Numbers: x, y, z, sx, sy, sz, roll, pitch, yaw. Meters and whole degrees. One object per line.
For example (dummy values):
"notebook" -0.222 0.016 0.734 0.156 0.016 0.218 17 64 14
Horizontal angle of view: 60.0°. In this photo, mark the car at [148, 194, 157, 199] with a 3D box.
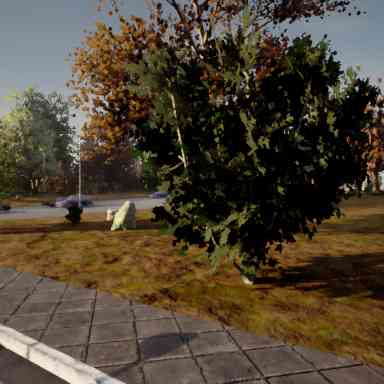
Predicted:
"car" -5.934 0.510 59.944 1.812 1.442 4.674 0 3 40

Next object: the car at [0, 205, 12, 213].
"car" -21.777 1.646 34.907 1.895 1.301 4.718 0 1 39

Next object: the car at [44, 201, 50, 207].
"car" -17.445 1.345 45.817 2.033 1.411 5.357 0 2 39

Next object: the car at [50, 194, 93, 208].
"car" -15.233 1.164 42.985 2.097 1.767 4.553 0 2 39
